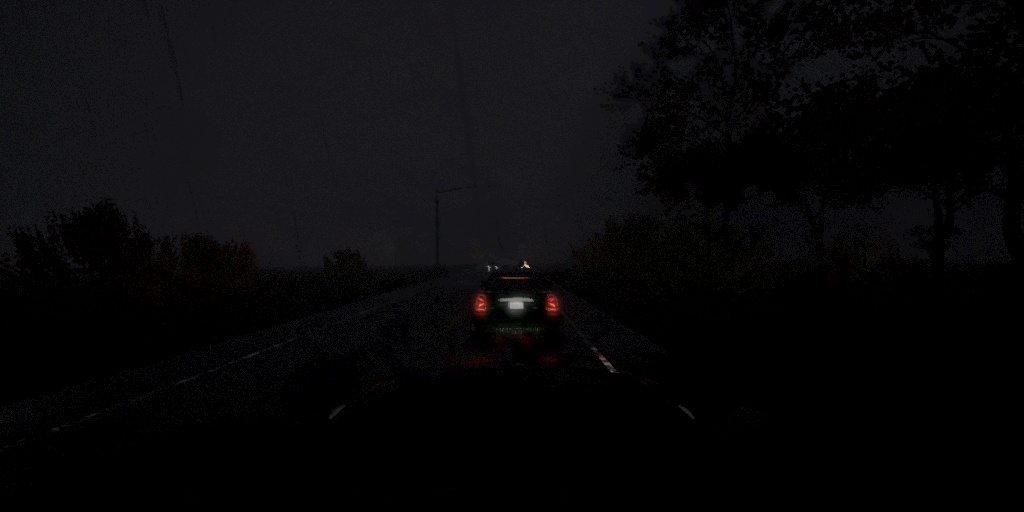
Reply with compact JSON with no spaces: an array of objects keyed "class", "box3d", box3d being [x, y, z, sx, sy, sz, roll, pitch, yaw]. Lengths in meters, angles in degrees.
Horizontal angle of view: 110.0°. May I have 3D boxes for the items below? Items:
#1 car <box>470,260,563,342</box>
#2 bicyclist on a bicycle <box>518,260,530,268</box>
[{"class":"car","box3d":[0.107,1.099,9.913,2.097,1.767,4.553,0,0,0]},{"class":"bicyclist on a bicycle","box3d":[0.957,1.177,25.736,0.866,1.612,1.509,0,0,1]}]
